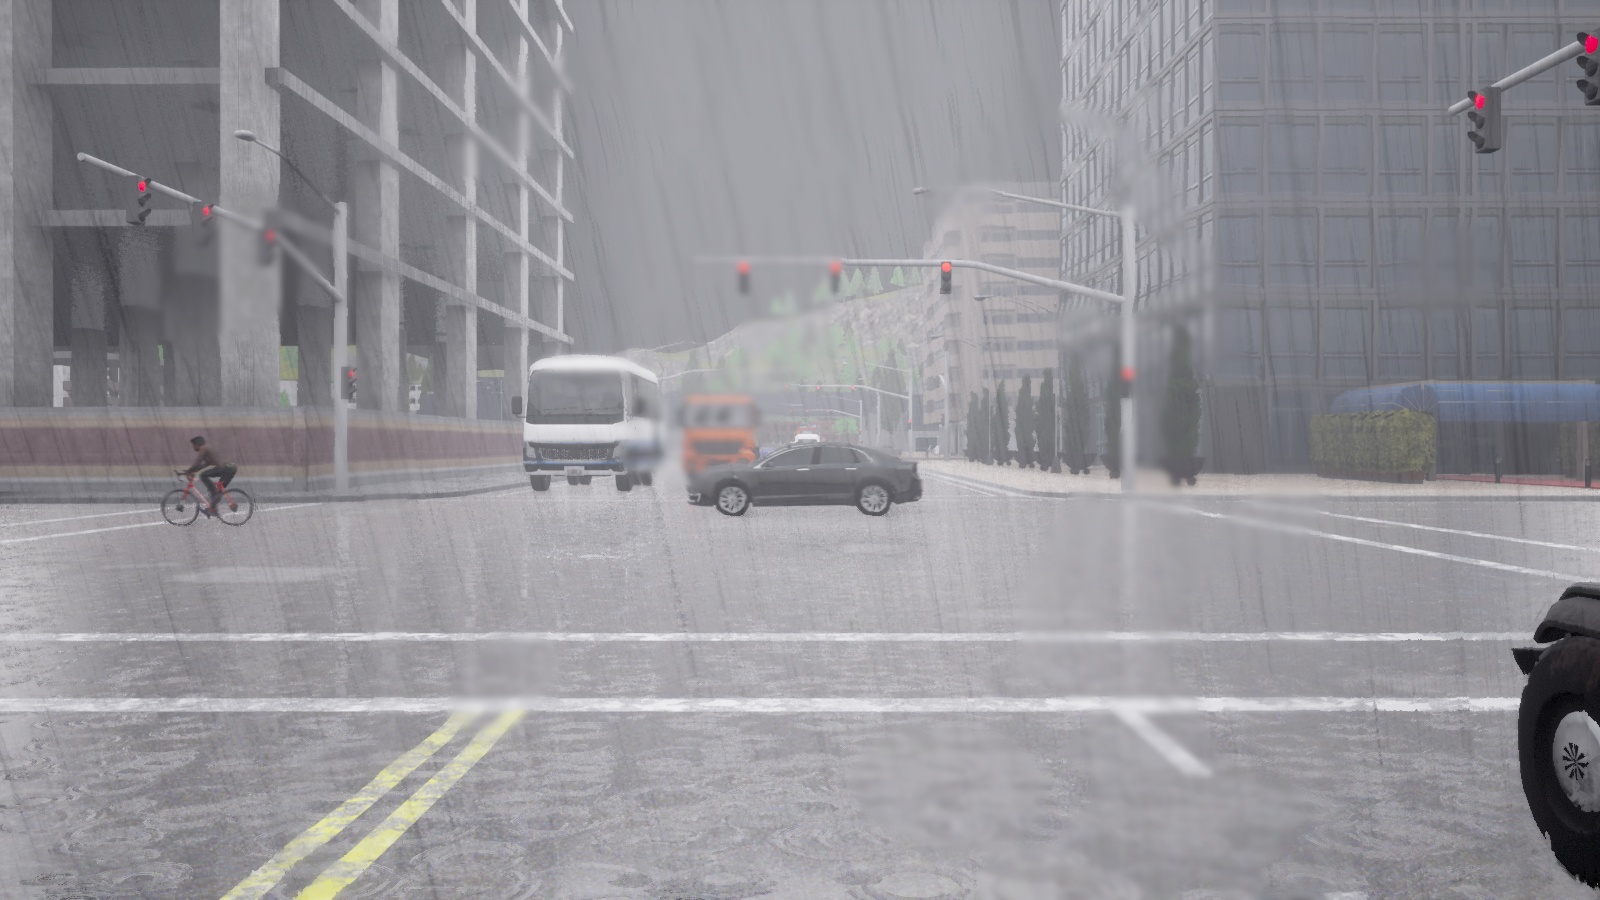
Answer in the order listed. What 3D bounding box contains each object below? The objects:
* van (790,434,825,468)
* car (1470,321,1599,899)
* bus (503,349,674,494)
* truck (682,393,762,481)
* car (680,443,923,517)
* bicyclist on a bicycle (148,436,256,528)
[{"bbox_3d":[0.452,0.032,77.677,2.069,2.038,4.480,0,0,0],"label":"van"},{"bbox_3d":[3.532,0.529,2.910,1.905,1.878,3.866,0,0,0],"label":"car"},{"bbox_3d":[-6.747,-0.873,42.103,3.944,4.253,10.273,0,0,0],"label":"bus"},{"bbox_3d":[-3.185,-0.539,53.286,2.891,3.462,7.936,0,0,0],"label":"truck"},{"bbox_3d":[0.022,0.604,26.193,4.892,1.490,1.837,0,0,-1],"label":"car"},{"bbox_3d":[-10.741,0.563,22.588,1.656,1.620,0.582,0,0,0],"label":"bicyclist on a bicycle"}]
